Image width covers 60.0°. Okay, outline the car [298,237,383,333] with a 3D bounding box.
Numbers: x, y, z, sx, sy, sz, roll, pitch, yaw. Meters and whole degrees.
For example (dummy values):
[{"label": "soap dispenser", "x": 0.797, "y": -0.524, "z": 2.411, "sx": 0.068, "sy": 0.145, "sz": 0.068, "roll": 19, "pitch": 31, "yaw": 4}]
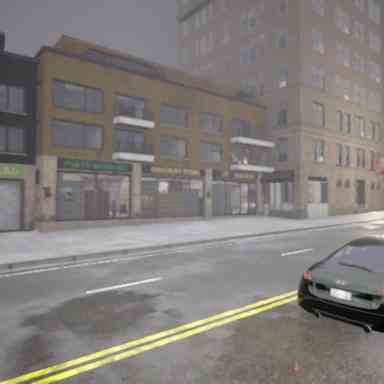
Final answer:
[{"label": "car", "x": 3.953, "y": 1.593, "z": 6.542, "sx": 4.181, "sy": 1.385, "sz": 1.994, "roll": 0, "pitch": -1, "yaw": -38}]
